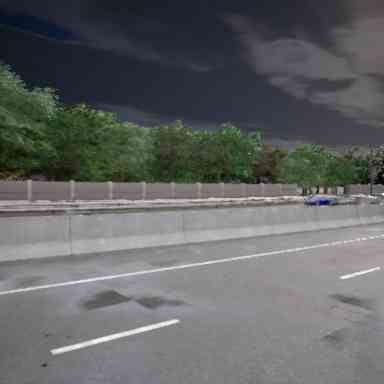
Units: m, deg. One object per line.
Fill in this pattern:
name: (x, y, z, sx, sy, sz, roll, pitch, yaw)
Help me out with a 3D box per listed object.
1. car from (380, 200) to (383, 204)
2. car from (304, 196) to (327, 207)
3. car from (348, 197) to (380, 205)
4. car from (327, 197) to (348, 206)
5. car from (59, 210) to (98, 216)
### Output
car: (24.443, 1.202, 38.798, 4.553, 1.767, 2.097, -1, 1, -36)
car: (17.937, 1.301, 47.045, 5.008, 1.535, 1.882, -1, 1, -36)
car: (22.123, 1.390, 41.437, 5.357, 1.411, 2.033, -1, 1, -36)
car: (20.663, 1.388, 44.698, 4.181, 1.385, 1.994, -1, 1, -36)
car: (-6.131, 1.591, 16.814, 4.718, 1.301, 1.895, 1, 0, -35)
